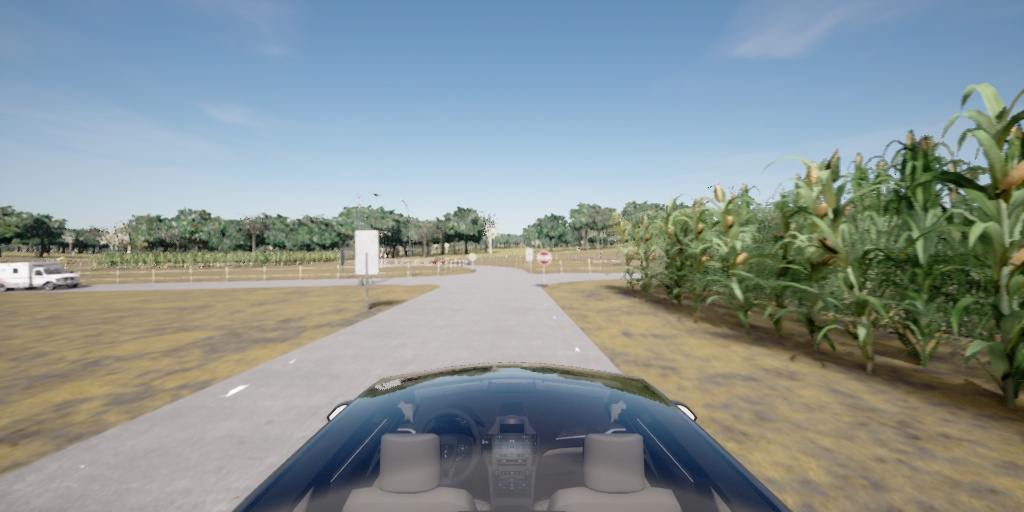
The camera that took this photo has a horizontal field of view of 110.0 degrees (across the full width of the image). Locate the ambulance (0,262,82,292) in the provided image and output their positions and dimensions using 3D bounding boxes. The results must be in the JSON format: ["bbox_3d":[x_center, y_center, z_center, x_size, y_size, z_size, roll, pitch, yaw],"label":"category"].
[{"bbox_3d":[-42.146,1.809,31.636,6.366,2.431,2.351,-1,2,0],"label":"ambulance"}]
